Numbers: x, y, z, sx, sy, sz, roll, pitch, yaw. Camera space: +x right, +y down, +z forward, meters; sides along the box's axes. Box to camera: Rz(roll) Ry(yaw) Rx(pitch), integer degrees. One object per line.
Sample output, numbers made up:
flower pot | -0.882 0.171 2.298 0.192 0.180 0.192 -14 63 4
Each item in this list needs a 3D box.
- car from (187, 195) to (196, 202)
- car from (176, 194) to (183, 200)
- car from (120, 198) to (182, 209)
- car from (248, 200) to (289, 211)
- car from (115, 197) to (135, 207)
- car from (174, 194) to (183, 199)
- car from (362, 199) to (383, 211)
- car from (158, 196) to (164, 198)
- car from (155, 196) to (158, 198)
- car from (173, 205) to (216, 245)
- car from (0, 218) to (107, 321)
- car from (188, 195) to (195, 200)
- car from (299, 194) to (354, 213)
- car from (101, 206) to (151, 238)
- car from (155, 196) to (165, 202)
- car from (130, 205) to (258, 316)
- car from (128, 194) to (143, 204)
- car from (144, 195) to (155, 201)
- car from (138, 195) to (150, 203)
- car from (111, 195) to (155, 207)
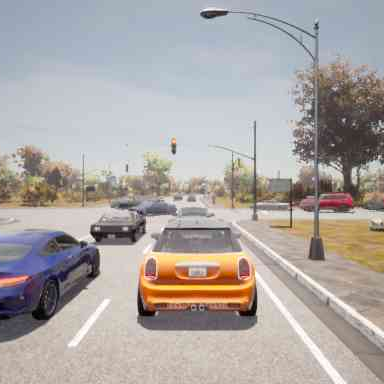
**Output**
car | -0.062 1.553 75.971 1.994 1.385 4.181 0 0 0
car | -3.535 1.374 95.036 1.812 1.442 4.674 0 0 1
car | -3.809 1.547 31.662 2.033 1.411 5.357 0 0 41
car | 9.073 1.601 40.104 4.718 1.301 1.895 0 0 6
car | -10.643 1.547 53.164 2.033 1.411 5.357 0 0 1
car | -3.567 1.492 84.628 1.837 1.490 4.892 0 0 0
car | 22.455 1.556 39.206 4.181 1.385 1.994 0 0 3
car | -7.103 1.477 63.838 1.882 1.535 5.008 0 0 0
car | -7.125 1.505 54.360 1.837 1.490 4.892 0 0 1
car | 0.086 1.505 16.616 1.837 1.490 4.892 0 0 0
car | -3.406 1.526 7.191 1.812 1.442 4.674 0 0 0
car | -0.034 1.500 95.046 1.837 1.490 4.892 0 0 1
car | 14.586 1.222 36.119 5.566 2.045 2.150 0 0 3
car | -3.414 1.601 16.349 1.895 1.301 4.718 0 0 0
car | -7.062 1.595 73.954 1.895 1.301 4.718 0 0 0
car | 0.094 1.352 7.659 2.097 1.767 4.553 0 0 0
car | -10.608 1.352 62.634 2.097 1.767 4.553 0 0 0
car | -10.568 1.525 83.199 2.128 1.511 4.902 0 0 0
car | -10.561 1.478 72.863 1.882 1.535 5.008 0 0 0
car | -7.510 1.493 40.851 4.902 1.511 2.128 0 0 3
